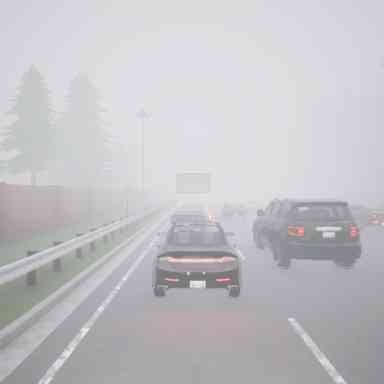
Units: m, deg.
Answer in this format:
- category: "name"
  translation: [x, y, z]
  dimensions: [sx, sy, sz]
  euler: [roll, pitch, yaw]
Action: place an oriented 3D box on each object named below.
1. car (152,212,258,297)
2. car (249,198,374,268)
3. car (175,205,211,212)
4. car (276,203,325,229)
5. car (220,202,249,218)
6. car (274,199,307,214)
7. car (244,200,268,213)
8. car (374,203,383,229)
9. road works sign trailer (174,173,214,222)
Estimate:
- category: "car"
  translation: [0.106, 1.492, 8.571]
  dimensions: [2.128, 1.511, 4.902]
  euler: [0, 0, 0]
- category: "car"
  translation: [3.608, 1.221, 11.435]
  dimensions: [2.150, 2.045, 5.566]
  euler: [0, 0, 0]
- category: "car"
  translation: [-0.009, 1.474, 19.020]
  dimensions: [1.882, 1.535, 5.008]
  euler: [0, 0, 6]
- category: "car"
  translation: [7.114, 1.525, 22.382]
  dimensions: [1.812, 1.442, 4.674]
  euler: [0, 0, 0]
- category: "car"
  translation: [3.619, 1.601, 29.776]
  dimensions: [1.895, 1.301, 4.718]
  euler: [0, 0, 0]
- category: "car"
  translation: [10.624, 1.547, 36.464]
  dimensions: [2.033, 1.411, 5.357]
  euler: [0, 0, 0]
- category: "car"
  translation: [7.124, 1.601, 37.495]
  dimensions: [1.895, 1.301, 4.718]
  euler: [0, 0, 0]
- category: "car"
  translation: [10.612, 1.504, 20.813]
  dimensions: [1.837, 1.490, 4.892]
  euler: [0, 0, 0]
- category: "road works sign trailer"
  translation: [0.077, 0.464, 22.938]
  dimensions: [2.380, 3.560, 2.880]
  euler: [0, 0, 0]
